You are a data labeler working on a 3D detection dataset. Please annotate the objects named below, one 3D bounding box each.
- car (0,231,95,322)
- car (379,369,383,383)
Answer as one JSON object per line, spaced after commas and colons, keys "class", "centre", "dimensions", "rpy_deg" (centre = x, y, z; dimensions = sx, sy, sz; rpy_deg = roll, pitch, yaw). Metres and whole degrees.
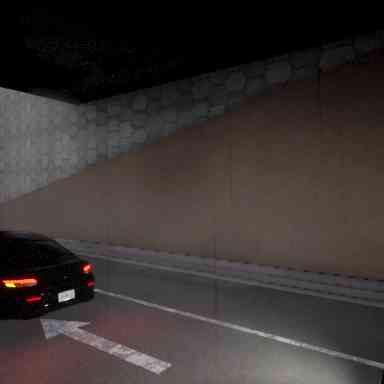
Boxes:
{"class": "car", "centre": [-3.918, 1.526, 6.768], "dimensions": [4.674, 1.442, 1.812], "rpy_deg": [0, 0, 36]}
{"class": "car", "centre": [3.523, 1.505, 1.401], "dimensions": [4.892, 1.490, 1.837], "rpy_deg": [0, 0, 36]}
